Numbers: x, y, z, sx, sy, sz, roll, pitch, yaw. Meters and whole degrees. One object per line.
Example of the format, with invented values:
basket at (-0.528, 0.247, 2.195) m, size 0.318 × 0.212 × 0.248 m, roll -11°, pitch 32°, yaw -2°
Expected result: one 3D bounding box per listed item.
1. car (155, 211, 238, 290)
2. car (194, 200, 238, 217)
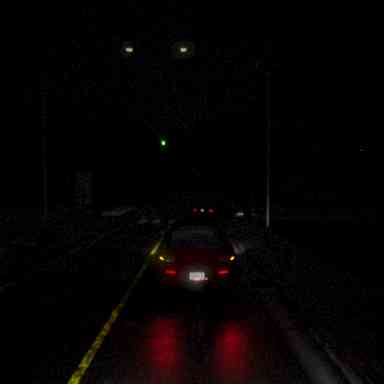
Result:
car at (0.092, 1.450, 8.762) m, size 1.812 × 1.442 × 4.674 m, roll 0°, pitch 1°, yaw 0°
car at (1.921, 1.322, 25.929) m, size 2.033 × 1.411 × 5.357 m, roll 1°, pitch 1°, yaw 27°
